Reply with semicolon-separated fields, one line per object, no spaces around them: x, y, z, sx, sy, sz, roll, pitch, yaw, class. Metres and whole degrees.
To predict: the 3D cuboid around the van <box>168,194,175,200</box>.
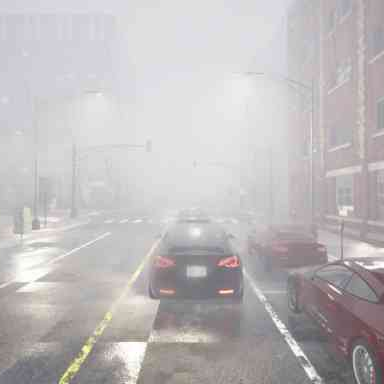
-5.847;1.376;93.598;1.690;1.788;3.998;1;0;0;van

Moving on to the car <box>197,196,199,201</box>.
2.551;1.573;82.270;1.887;1.381;4.507;1;0;0;car

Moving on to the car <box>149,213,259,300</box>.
0.085;1.506;8.449;2.163;1.488;4.792;0;0;0;car

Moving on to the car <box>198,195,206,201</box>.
2.540;1.597;87.921;1.947;1.339;4.313;1;0;0;car

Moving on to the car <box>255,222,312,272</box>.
2.818;1.585;10.407;1.802;1.307;4.206;1;0;0;car

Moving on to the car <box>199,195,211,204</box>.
2.592;1.544;59.830;1.752;1.417;4.829;1;0;0;car

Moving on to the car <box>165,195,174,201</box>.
-5.840;1.582;87.945;2.008;1.369;4.403;1;0;0;car

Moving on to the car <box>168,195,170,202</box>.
-5.799;1.603;65.336;1.802;1.307;4.206;1;0;0;car

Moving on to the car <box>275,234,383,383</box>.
2.659;1.583;4.751;1.802;1.307;4.206;1;0;0;car

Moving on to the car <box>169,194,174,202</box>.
-5.820;1.607;76.641;1.802;1.307;4.206;1;0;0;car

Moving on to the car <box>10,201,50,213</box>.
-18.782;1.730;38.750;4.313;1.339;1.947;0;-1;0;car

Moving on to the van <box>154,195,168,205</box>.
-5.785;1.359;59.684;1.690;1.788;3.998;1;0;0;van

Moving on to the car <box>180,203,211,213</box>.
0.068;1.552;17.721;2.033;1.411;5.357;0;0;-1;car
